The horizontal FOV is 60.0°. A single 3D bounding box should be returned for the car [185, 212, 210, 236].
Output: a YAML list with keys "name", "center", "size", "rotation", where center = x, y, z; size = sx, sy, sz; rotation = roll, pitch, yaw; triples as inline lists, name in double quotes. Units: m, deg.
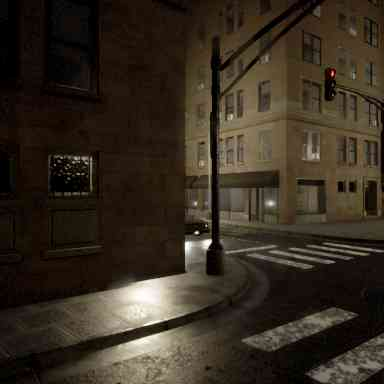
- name: "car"
  center: [-1.318, 1.515, 17.734]
  size: [2.033, 1.411, 5.357]
  rotation: [0, 0, -36]
